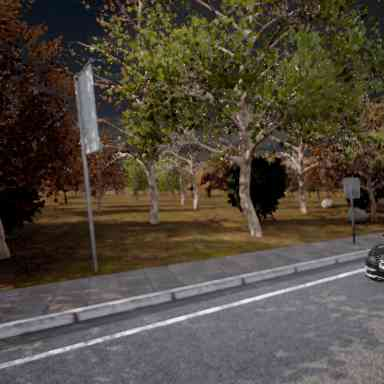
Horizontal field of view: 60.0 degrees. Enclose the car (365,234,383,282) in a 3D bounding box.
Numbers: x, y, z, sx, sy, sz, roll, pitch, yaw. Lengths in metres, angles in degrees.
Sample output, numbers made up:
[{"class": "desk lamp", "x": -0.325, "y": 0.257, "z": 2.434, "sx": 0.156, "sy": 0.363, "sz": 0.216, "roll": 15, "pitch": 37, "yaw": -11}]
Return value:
[{"class": "car", "x": 6.287, "y": 1.451, "z": 8.381, "sx": 4.892, "sy": 1.490, "sz": 1.837, "roll": 0, "pitch": 0, "yaw": -35}]
